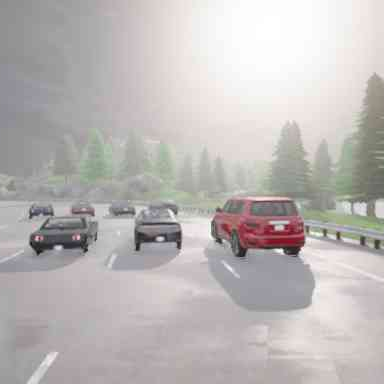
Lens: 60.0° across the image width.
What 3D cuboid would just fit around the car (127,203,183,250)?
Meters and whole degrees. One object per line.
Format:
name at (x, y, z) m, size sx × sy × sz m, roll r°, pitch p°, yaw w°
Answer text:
car at (-1.576, 1.460, 14.283) m, size 2.128 × 1.511 × 4.902 m, roll 0°, pitch 0°, yaw -10°

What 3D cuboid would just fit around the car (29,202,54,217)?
car at (-13.252, 1.574, 29.386) m, size 1.895 × 1.301 × 4.718 m, roll 0°, pitch 0°, yaw -23°

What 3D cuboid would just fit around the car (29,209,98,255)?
car at (-4.904, 1.584, 13.413) m, size 1.895 × 1.301 × 4.718 m, roll 0°, pitch 0°, yaw -10°

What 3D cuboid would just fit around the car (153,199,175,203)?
car at (-2.737, 1.433, 31.161) m, size 1.837 × 1.490 × 4.892 m, roll 0°, pitch 0°, yaw -21°

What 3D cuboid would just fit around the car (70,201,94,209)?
car at (-10.423, 1.520, 31.499) m, size 1.994 × 1.385 × 4.181 m, roll 0°, pitch 0°, yaw -23°

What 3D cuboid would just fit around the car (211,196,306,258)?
car at (2.272, 1.179, 12.826) m, size 2.150 × 2.045 × 5.566 m, roll 0°, pitch 0°, yaw -9°

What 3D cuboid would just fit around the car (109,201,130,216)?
car at (-6.691, 1.506, 31.597) m, size 1.994 × 1.385 × 4.181 m, roll 0°, pitch 0°, yaw -22°
